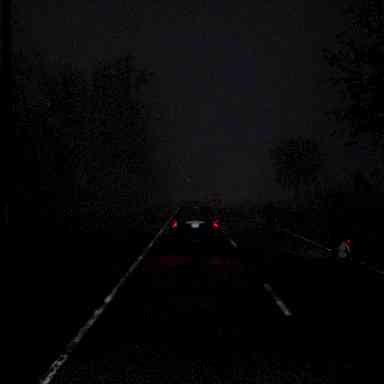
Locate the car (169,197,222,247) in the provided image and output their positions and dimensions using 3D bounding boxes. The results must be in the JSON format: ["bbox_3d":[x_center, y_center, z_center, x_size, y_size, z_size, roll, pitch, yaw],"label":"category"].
[{"bbox_3d":[0.129,1.302,14.860,2.097,1.767,4.553,0,0,0],"label":"car"}]

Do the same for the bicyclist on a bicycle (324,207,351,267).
[{"bbox_3d":[4.487,1.337,10.372,0.659,1.776,1.843,0,0,0],"label":"bicyclist on a bicycle"}]

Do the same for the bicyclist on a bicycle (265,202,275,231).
[{"bbox_3d":[4.507,1.390,19.189,0.582,1.620,1.656,0,0,0],"label":"bicyclist on a bicycle"}]

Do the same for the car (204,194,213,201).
[{"bbox_3d":[3.659,1.285,73.800,1.812,1.442,4.674,0,0,0],"label":"car"}]

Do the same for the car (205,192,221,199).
[{"bbox_3d":[3.726,1.038,56.257,2.150,2.045,5.566,0,0,-1],"label":"car"}]
